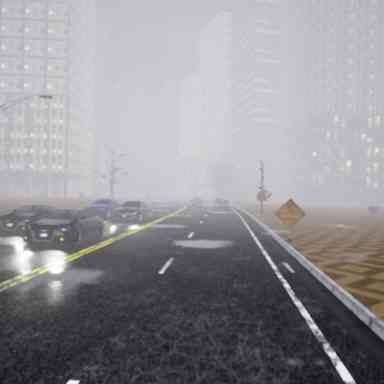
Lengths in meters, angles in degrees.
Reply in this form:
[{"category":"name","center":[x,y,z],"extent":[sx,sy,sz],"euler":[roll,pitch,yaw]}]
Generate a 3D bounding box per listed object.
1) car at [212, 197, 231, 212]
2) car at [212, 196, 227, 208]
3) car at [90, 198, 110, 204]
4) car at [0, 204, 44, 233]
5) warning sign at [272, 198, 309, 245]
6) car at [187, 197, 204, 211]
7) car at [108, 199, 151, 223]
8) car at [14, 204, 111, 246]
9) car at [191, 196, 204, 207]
[{"category":"car","center":[3.646,1.581,40.033],"extent":[2.033,1.411,5.357],"euler":[1,0,3]},{"category":"car","center":[4.143,1.497,50.882],"extent":[1.882,1.535,5.008],"euler":[1,0,2]},{"category":"car","center":[-7.285,1.272,27.742],"extent":[1.882,1.535,5.008],"euler":[1,0,5]},{"category":"car","center":[-8.273,1.349,17.474],"extent":[1.994,1.385,4.181],"euler":[1,0,6]},{"category":"warning sign","center":[4.170,1.201,14.169],"extent":[1.300,1.860,1.060],"euler":[2,0,6]},{"category":"car","center":[0.428,1.557,40.681],"extent":[1.895,1.301,4.718],"euler":[1,0,3]},{"category":"car","center":[-4.312,1.374,24.695],"extent":[1.837,1.490,4.892],"euler":[1,0,6]},{"category":"car","center":[-5.318,1.423,14.369],"extent":[1.994,1.385,4.181],"euler":[1,0,6]},{"category":"car","center":[0.901,1.468,51.166],"extent":[1.812,1.442,4.674],"euler":[1,0,2]}]
